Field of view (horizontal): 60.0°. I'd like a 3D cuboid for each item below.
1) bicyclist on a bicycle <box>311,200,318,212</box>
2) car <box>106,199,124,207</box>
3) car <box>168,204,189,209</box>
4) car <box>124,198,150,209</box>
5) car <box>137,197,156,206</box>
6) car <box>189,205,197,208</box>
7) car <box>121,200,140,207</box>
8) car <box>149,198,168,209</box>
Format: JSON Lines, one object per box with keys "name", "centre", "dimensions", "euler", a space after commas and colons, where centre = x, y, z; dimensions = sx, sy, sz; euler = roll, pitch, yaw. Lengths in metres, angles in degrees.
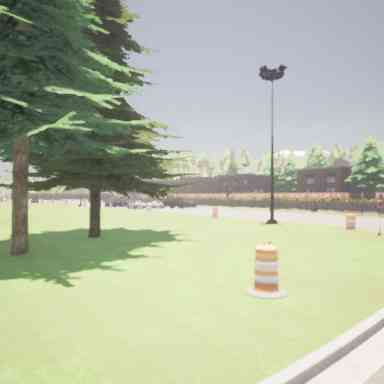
{"name": "bicyclist on a bicycle", "centre": [16.767, 1.918, 45.384], "dimensions": [1.656, 1.620, 0.582], "euler": [0, -1, -35]}
{"name": "car", "centre": [-15.321, 2.103, 65.576], "dimensions": [2.097, 1.767, 4.553], "euler": [1, -1, -35]}
{"name": "car", "centre": [-3.517, 1.958, 61.083], "dimensions": [2.150, 2.045, 5.566], "euler": [1, -1, -35]}
{"name": "car", "centre": [-9.539, 2.198, 57.475], "dimensions": [1.812, 1.442, 4.674], "euler": [1, -1, -35]}
{"name": "car", "centre": [-9.602, 2.008, 69.615], "dimensions": [2.097, 1.767, 4.553], "euler": [1, -1, -35]}
{"name": "car", "centre": [-0.965, 2.268, 63.534], "dimensions": [2.128, 1.511, 4.902], "euler": [1, -1, -35]}
{"name": "car", "centre": [-12.497, 2.394, 67.640], "dimensions": [1.895, 1.301, 4.718], "euler": [1, -1, -35]}
{"name": "car", "centre": [-6.684, 2.233, 59.498], "dimensions": [1.812, 1.442, 4.674], "euler": [1, -1, -35]}
